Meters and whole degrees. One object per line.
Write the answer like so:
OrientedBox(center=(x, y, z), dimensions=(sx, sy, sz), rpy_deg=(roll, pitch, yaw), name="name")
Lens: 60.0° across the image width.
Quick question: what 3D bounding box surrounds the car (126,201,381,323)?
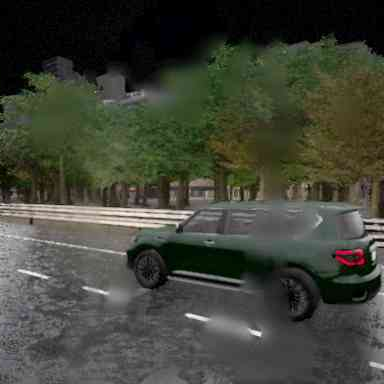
OrientedBox(center=(1.025, 1.222, 7.438), dimensions=(5.566, 2.045, 2.150), rpy_deg=(0, 0, 36), name="car")
